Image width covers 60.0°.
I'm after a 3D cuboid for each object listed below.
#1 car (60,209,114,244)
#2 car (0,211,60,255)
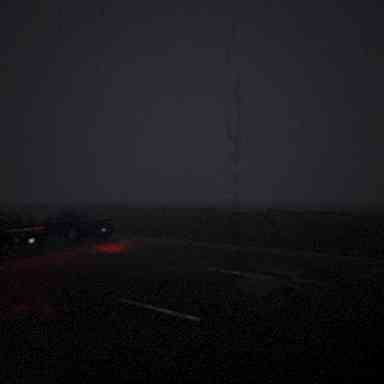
[{"bbox_3d":[-6.089,1.614,16.815,5.008,1.535,1.882,0,0,36],"label":"car"},{"bbox_3d":[-7.972,1.627,13.856,4.902,1.511,2.128,-1,0,36],"label":"car"}]
